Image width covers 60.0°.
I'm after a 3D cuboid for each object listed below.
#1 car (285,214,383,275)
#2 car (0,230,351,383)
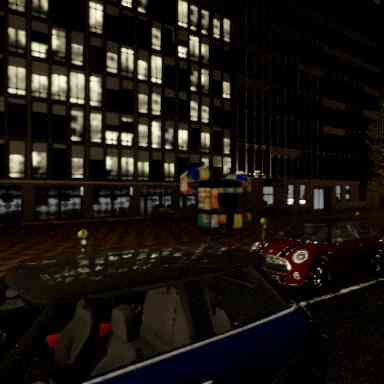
[{"bbox_3d":[3.355,1.444,8.954,4.097,1.590,1.967,0,0,-35],"label":"car"},{"bbox_3d":[-0.984,1.352,2.677,4.553,1.767,2.097,0,0,-35],"label":"car"}]
